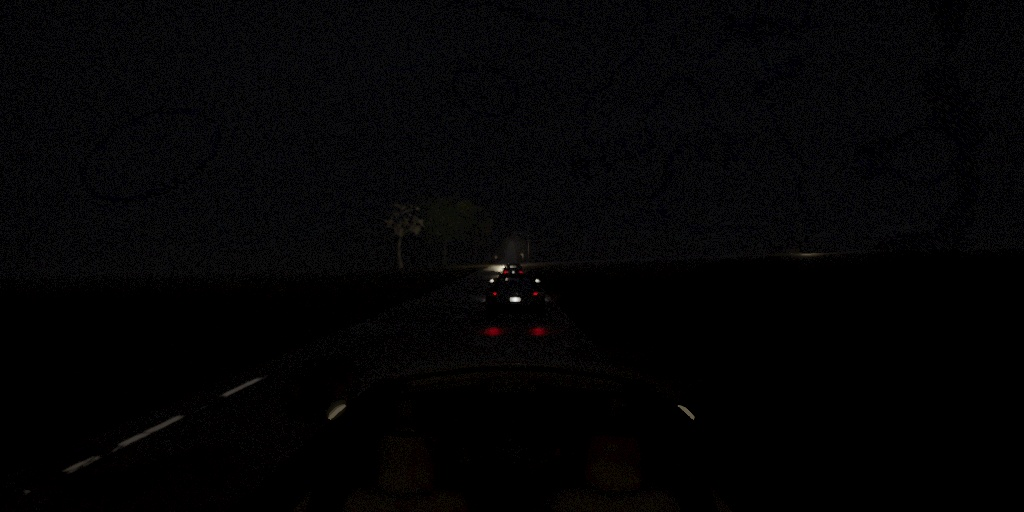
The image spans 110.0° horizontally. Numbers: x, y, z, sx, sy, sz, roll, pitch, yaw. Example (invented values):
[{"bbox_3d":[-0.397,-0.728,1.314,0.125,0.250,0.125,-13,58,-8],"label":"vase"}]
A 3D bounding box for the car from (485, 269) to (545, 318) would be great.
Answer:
[{"bbox_3d":[0.103,1.329,13.123,1.994,1.385,4.181,0,0,0],"label":"car"}]

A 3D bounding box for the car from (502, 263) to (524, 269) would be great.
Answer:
[{"bbox_3d":[0.107,1.353,31.249,2.033,1.411,5.357,0,0,0],"label":"car"}]
